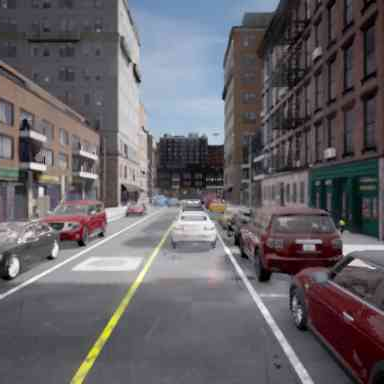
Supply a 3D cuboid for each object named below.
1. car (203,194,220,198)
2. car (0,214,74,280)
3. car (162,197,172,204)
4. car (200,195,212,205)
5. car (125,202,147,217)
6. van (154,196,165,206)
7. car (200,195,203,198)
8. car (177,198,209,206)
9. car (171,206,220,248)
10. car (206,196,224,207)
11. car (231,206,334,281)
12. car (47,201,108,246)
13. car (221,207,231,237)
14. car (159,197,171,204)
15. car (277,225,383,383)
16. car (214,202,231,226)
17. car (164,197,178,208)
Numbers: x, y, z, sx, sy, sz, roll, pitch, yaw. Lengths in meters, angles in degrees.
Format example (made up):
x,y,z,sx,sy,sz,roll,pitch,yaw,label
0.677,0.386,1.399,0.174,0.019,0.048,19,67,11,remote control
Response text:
x,y,z,sx,sy,sz,roll,pitch,yaw,label
3.000,1.348,46.267,2.150,2.045,5.566,0,0,0,car
-5.384,1.578,9.895,2.008,1.369,4.403,0,0,0,car
-5.359,1.768,72.176,1.947,1.339,4.313,0,0,0,car
2.664,1.501,66.512,2.192,1.841,5.009,0,0,0,car
-5.375,1.672,32.543,1.802,1.307,4.206,0,0,0,car
-5.366,1.494,55.191,1.690,1.788,3.998,0,0,0,van
2.662,1.735,60.849,1.947,1.339,4.313,0,0,0,car
0.084,1.573,29.281,2.128,1.511,4.902,0,0,0,car
0.077,1.567,14.968,1.812,1.442,4.674,0,0,0,car
3.040,1.566,39.427,1.801,1.575,5.366,0,0,0,car
2.642,1.343,9.892,2.192,1.841,5.009,0,0,0,car
-5.381,1.358,15.558,2.192,1.841,5.009,0,0,0,car
2.644,1.609,15.554,1.947,1.339,4.313,0,0,0,car
-5.361,1.736,66.514,2.008,1.369,4.403,0,0,0,car
2.639,1.452,4.230,1.967,1.590,4.097,0,0,0,car
2.646,1.584,21.386,1.752,1.417,4.829,0,0,0,car
-2.807,1.669,51.777,1.812,1.442,4.674,0,0,0,car
